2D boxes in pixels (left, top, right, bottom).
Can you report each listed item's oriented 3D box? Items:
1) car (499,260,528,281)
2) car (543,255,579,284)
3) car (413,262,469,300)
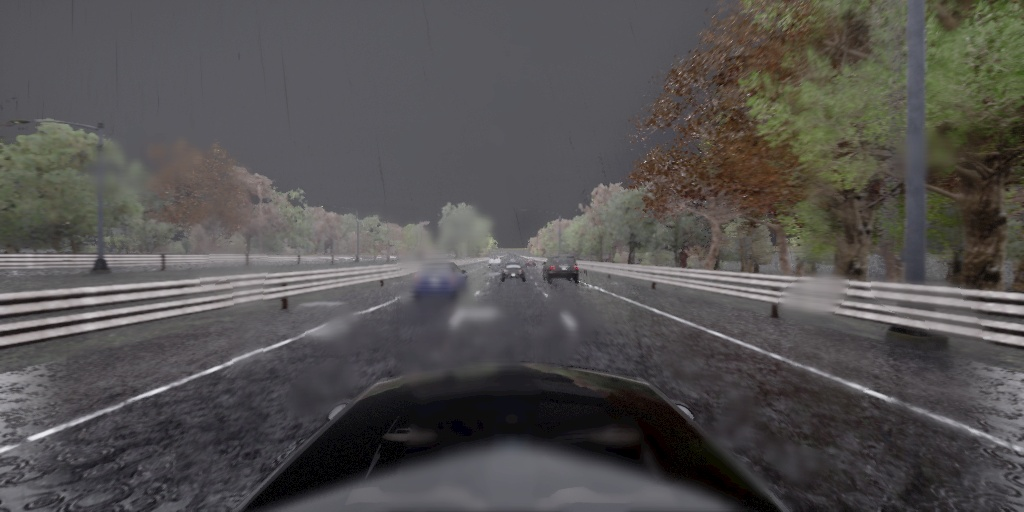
[{"bbox_3d":[0.110,1.272,29.973,1.812,1.442,4.674,0,0,0],"label":"car"},{"bbox_3d":[3.608,0.966,27.140,2.150,2.045,5.566,0,0,0],"label":"car"},{"bbox_3d":[-3.395,1.101,17.927,2.097,1.767,4.553,0,0,0],"label":"car"}]
